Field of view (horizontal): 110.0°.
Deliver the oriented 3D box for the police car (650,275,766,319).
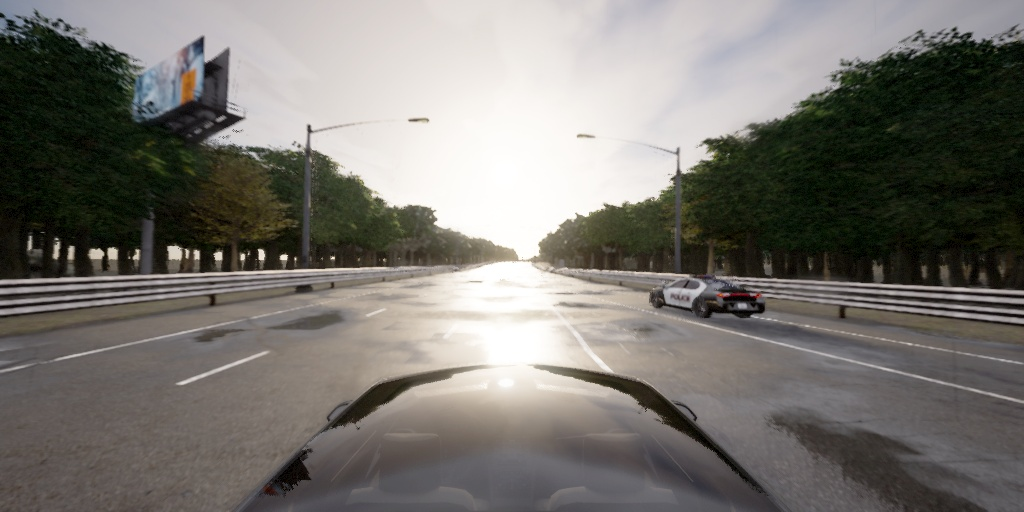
[{"bbox_3d":[7.507,1.583,14.622,2.038,1.542,4.974,1,-2,-9],"label":"police car"}]
